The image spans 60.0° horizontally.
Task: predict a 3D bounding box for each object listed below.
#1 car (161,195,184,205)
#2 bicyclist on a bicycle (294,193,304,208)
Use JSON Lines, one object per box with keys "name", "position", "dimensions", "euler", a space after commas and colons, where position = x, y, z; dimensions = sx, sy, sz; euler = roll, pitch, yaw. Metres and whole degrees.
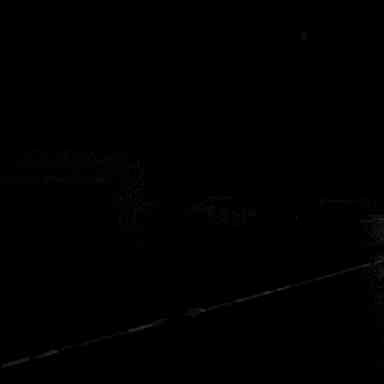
{"name": "car", "position": [-2.898, 1.204, 49.401], "dimensions": [1.812, 1.442, 4.674], "euler": [-1, 1, -36]}
{"name": "bicyclist on a bicycle", "position": [11.606, 0.927, 36.103], "dimensions": [1.656, 1.620, 0.582], "euler": [-1, 1, -36]}
